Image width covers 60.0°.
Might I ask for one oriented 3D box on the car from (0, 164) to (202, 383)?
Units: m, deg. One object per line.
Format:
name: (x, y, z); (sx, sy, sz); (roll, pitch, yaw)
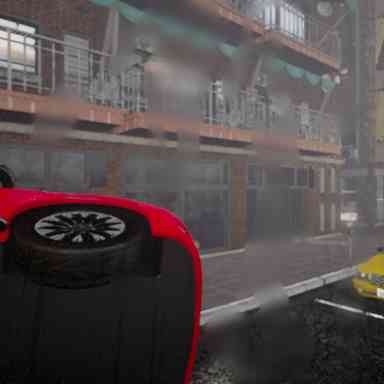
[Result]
car: (-2.759, 0.958, 3.098); (5.566, 2.150, 2.045); (4, 14, -10)

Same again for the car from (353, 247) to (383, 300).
car: (5.379, 1.531, 7.543); (4.829, 1.417, 1.752); (0, 0, -39)

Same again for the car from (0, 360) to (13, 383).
car: (-3.059, 1.539, 0.668); (4.507, 1.381, 1.887); (0, 0, -39)
